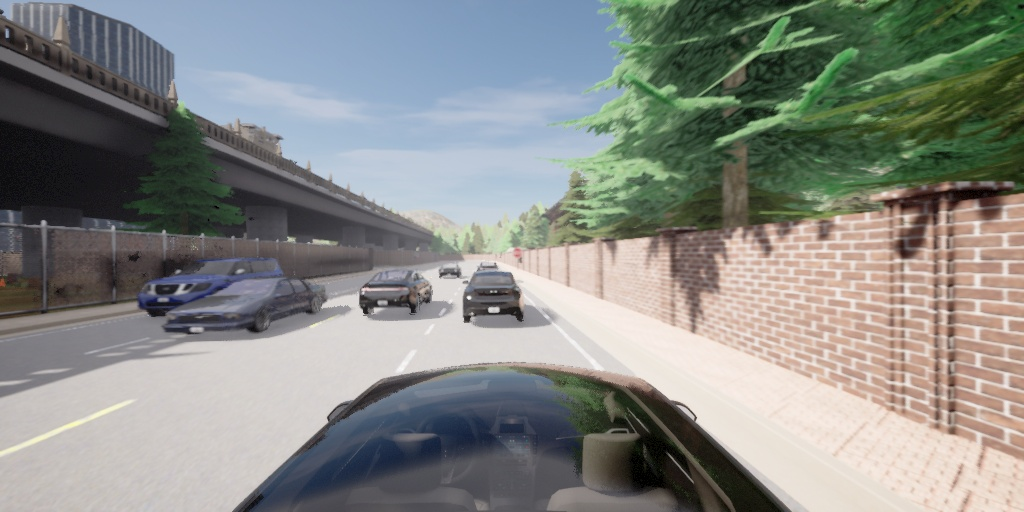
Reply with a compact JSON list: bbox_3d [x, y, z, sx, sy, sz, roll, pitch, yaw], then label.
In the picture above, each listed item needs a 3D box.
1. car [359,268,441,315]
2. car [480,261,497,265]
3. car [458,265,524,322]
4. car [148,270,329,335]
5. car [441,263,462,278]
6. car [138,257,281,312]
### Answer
[{"bbox_3d":[-4.252,1.265,13.732,2.128,1.511,4.902,-1,0,-4],"label":"car"},{"bbox_3d":[-2.055,1.206,31.166,2.128,1.511,4.902,-1,0,-4],"label":"car"},{"bbox_3d":[-0.655,1.241,12.353,1.837,1.490,4.892,-1,0,-4],"label":"car"},{"bbox_3d":[-7.677,1.364,11.192,2.033,1.411,5.357,-1,0,-4],"label":"car"},{"bbox_3d":[-5.801,1.351,34.250,1.895,1.301,4.718,-1,0,-4],"label":"car"},{"bbox_3d":[-11.398,1.078,14.280,2.150,2.045,5.566,-1,0,-4],"label":"car"}]
